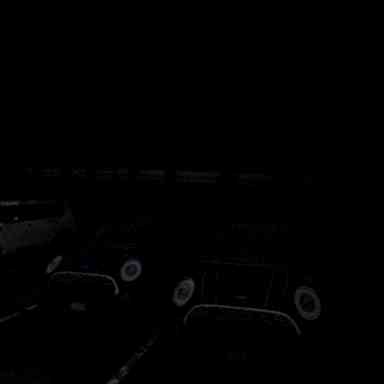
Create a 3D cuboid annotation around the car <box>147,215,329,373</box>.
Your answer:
[{"bbox_3d":[1.142,1.373,6.067,2.185,1.767,4.553,0,-1,15],"label":"car"}]

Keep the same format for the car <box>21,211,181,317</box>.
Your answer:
[{"bbox_3d":[-1.326,1.387,7.820,2.185,1.767,4.553,0,-1,16],"label":"car"}]

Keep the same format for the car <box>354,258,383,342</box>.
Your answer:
[{"bbox_3d":[3.580,1.358,4.253,2.185,1.767,4.553,0,-1,15],"label":"car"}]

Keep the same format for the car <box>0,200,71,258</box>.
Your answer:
[{"bbox_3d":[-6.254,1.288,11.277,2.435,2.045,5.566,0,-1,15],"label":"car"}]
